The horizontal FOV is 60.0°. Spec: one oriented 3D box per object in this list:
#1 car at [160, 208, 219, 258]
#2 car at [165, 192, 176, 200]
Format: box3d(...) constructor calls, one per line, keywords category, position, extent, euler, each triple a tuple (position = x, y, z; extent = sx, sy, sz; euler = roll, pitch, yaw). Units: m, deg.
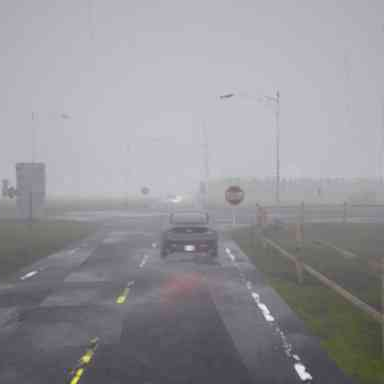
box3d(category="car", position=(-0.095, 1.352, 12.099), extent=(1.837, 1.490, 4.892), euler=(0, 1, -1))
box3d(category="car", position=(-4.038, 0.727, 63.229), extent=(2.033, 1.411, 5.357), euler=(0, 1, -1))
